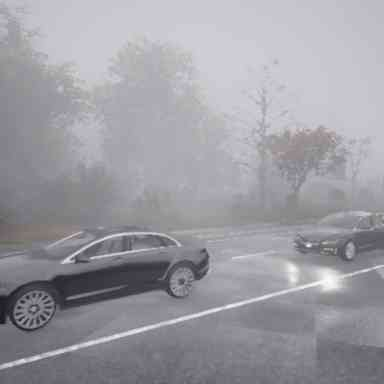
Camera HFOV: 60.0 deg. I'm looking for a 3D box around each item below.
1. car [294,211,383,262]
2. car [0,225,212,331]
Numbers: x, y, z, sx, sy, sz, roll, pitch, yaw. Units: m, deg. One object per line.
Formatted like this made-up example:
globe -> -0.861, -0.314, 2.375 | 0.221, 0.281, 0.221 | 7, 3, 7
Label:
car -> 5.833, 1.520, 12.377 | 4.892, 1.490, 1.837 | 0, 0, -35
car -> -1.851, 1.495, 6.954 | 4.902, 1.511, 2.128 | 0, 0, -35
